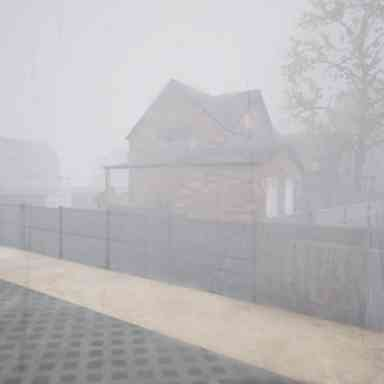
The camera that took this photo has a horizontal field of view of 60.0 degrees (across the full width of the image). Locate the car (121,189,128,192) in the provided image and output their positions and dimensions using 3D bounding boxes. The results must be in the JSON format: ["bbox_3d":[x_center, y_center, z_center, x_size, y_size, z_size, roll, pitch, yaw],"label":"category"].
[{"bbox_3d":[-7.465,0.061,43.341,2.097,1.767,4.553,2,3,35],"label":"car"}]
